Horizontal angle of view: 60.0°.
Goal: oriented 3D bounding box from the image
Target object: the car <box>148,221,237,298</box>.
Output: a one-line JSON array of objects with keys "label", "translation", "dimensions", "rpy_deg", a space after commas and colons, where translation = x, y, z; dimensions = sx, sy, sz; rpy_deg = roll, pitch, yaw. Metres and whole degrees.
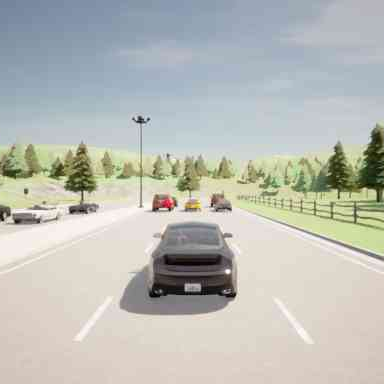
[{"label": "car", "translation": [0.021, 1.504, 8.509], "dimensions": [1.837, 1.490, 4.892], "rpy_deg": [0, 0, 0]}]

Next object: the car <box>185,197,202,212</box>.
[{"label": "car", "translation": [0.139, 1.476, 39.528], "dimensions": [1.882, 1.535, 5.008], "rpy_deg": [0, 0, 1]}]

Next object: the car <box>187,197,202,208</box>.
[{"label": "car", "translation": [0.383, 1.490, 49.798], "dimensions": [2.128, 1.511, 4.902], "rpy_deg": [0, 0, 2]}]

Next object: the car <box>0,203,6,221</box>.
[{"label": "car", "translation": [-15.012, 1.491, 23.956], "dimensions": [2.128, 1.511, 4.902], "rpy_deg": [0, 0, 0]}]

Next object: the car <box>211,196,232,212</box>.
[{"label": "car", "translation": [3.635, 1.546, 39.103], "dimensions": [2.033, 1.411, 5.357], "rpy_deg": [0, 0, 1]}]

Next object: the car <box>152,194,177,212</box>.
[{"label": "car", "translation": [-3.365, 1.220, 39.154], "dimensions": [2.150, 2.045, 5.566], "rpy_deg": [0, 0, 1]}]

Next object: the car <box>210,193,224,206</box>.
[{"label": "car", "translation": [3.883, 1.220, 49.727], "dimensions": [2.150, 2.045, 5.566], "rpy_deg": [0, 0, 2]}]

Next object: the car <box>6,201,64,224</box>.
[{"label": "car", "translation": [-11.515, 1.600, 25.053], "dimensions": [1.895, 1.301, 4.718], "rpy_deg": [0, 0, 1]}]

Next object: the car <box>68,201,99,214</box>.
[{"label": "car", "translation": [-11.409, 1.600, 35.246], "dimensions": [1.895, 1.301, 4.718], "rpy_deg": [0, 0, 0]}]

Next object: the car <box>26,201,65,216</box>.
[{"label": "car", "translation": [-14.912, 1.600, 34.099], "dimensions": [1.895, 1.301, 4.718], "rpy_deg": [0, 0, 0]}]
